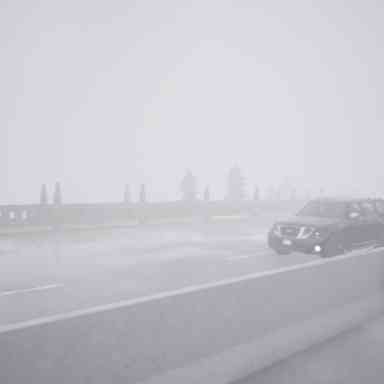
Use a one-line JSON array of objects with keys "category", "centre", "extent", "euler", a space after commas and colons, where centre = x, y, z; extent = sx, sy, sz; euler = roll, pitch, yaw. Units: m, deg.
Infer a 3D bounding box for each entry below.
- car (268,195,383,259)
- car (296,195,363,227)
[{"category": "car", "centre": [5.224, 1.232, 12.032], "extent": [5.566, 2.045, 2.150], "euler": [0, 0, -36]}, {"category": "car", "centre": [10.203, 1.255, 24.446], "extent": [5.566, 2.045, 2.150], "euler": [0, 0, -39]}]
